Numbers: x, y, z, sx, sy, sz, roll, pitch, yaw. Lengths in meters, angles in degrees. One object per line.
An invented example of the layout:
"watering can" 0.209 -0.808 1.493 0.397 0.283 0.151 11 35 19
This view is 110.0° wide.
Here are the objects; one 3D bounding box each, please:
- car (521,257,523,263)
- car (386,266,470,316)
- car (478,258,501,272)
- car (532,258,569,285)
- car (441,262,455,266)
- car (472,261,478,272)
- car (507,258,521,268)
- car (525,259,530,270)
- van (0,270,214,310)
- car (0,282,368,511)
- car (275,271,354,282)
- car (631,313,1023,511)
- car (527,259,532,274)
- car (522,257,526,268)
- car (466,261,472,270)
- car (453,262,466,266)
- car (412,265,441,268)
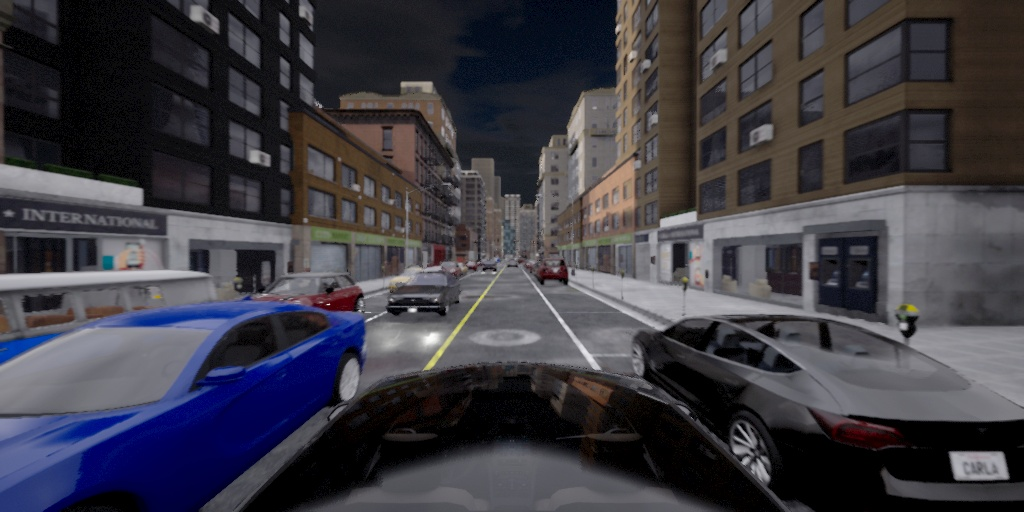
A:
"car" 2.971 1.273 59.234 1.967 1.591 4.097 0 0 0
"car" -3.068 1.300 13.763 2.033 1.411 5.357 0 0 0
"car" -2.914 1.353 47.923 2.033 1.411 5.357 0 0 0
"car" 2.906 1.079 26.255 2.192 1.841 5.009 0 0 0
"car" -5.620 1.346 26.271 1.802 1.307 4.207 0 0 0
"car" -5.577 1.351 48.258 1.888 1.381 4.507 0 0 0
"car" 0.124 1.413 64.501 1.994 1.385 4.181 0 0 0
"car" 2.938 1.338 42.744 1.888 1.381 4.507 0 0 0
"van" -5.664 1.091 4.285 1.690 1.789 3.998 0 0 0
"car" -3.097 1.228 3.367 1.882 1.535 5.008 0 0 0
"car" -5.653 1.191 9.782 1.967 1.591 4.097 0 0 0
"car" 2.862 1.316 4.268 1.948 1.339 4.313 0 0 0
"car" 2.927 1.332 37.247 2.007 1.370 4.403 0 0 0
"car" 2.960 1.259 53.738 1.967 1.591 4.097 0 0 0
"car" -5.599 1.307 37.094 1.751 1.417 4.829 0 0 0
"car" -5.610 1.212 31.768 1.967 1.591 4.097 0 0 0
"car" -5.632 1.283 20.605 1.751 1.417 4.829 0 0 0
